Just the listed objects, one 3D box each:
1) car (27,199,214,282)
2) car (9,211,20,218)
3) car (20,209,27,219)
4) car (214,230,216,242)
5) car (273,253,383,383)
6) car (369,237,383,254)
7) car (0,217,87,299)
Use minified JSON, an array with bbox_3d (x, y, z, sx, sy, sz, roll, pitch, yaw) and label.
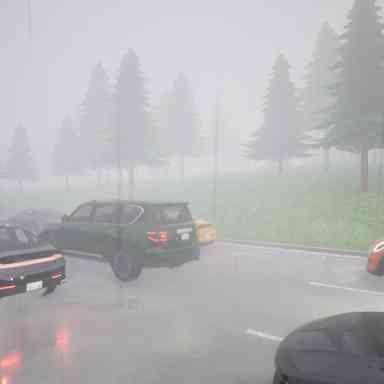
[{"bbox_3d":[-2.357,1.221,9.989,5.566,2.045,2.150,0,0,35],"label":"car"},{"bbox_3d":[-10.784,1.548,16.028,5.357,1.411,2.033,0,0,35],"label":"car"},{"bbox_3d":[-8.819,1.564,18.928,4.181,1.385,1.994,0,0,36],"label":"car"},{"bbox_3d":[-1.426,1.478,13.629,5.008,1.535,1.882,0,0,36],"label":"car"},{"bbox_3d":[2.946,1.478,1.882,5.008,1.535,1.882,0,0,36],"label":"car"},{"bbox_3d":[6.681,1.352,7.820,4.553,1.767,2.097,0,0,36],"label":"car"},{"bbox_3d":[-4.830,1.492,7.455,4.902,1.511,2.128,0,0,36],"label":"car"}]
